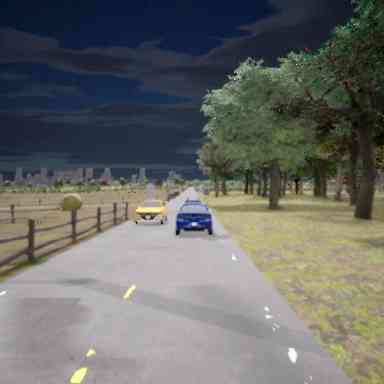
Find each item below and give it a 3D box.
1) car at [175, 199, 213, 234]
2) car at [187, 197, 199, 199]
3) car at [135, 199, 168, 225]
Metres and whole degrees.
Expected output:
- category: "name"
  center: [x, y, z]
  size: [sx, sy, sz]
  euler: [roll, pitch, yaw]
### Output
- category: "car"
  center: [0.107, 1.377, 18.457]
  size: [1.882, 1.535, 5.008]
  euler: [0, 0, 0]
- category: "car"
  center: [0.116, 1.268, 36.648]
  size: [2.128, 1.511, 4.902]
  euler: [0, 0, 0]
- category: "car"
  center: [-2.740, 1.265, 23.179]
  size: [1.882, 1.535, 5.008]
  euler: [0, 0, 0]
